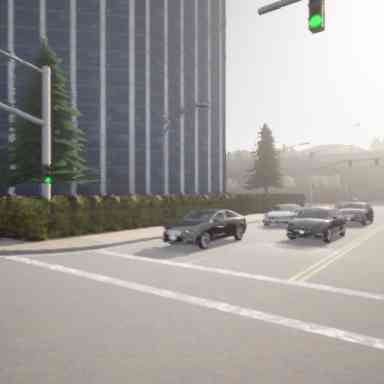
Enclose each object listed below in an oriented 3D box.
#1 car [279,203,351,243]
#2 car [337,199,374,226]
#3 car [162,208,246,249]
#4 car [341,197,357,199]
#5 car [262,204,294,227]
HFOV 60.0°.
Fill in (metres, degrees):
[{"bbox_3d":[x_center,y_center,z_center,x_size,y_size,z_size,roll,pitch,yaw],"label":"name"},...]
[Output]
[{"bbox_3d":[6.220,1.513,16.453,1.837,1.490,4.892,0,0,36],"label":"car"},{"bbox_3d":[11.779,1.498,23.975,2.128,1.511,4.902,0,0,36],"label":"car"},{"bbox_3d":[0.695,1.507,14.863,2.128,1.511,4.902,0,0,36],"label":"car"},{"bbox_3d":[17.650,1.362,37.685,2.097,1.767,4.553,0,0,37],"label":"car"},{"bbox_3d":[6.436,1.541,22.619,1.812,1.442,4.674,0,0,36],"label":"car"}]
